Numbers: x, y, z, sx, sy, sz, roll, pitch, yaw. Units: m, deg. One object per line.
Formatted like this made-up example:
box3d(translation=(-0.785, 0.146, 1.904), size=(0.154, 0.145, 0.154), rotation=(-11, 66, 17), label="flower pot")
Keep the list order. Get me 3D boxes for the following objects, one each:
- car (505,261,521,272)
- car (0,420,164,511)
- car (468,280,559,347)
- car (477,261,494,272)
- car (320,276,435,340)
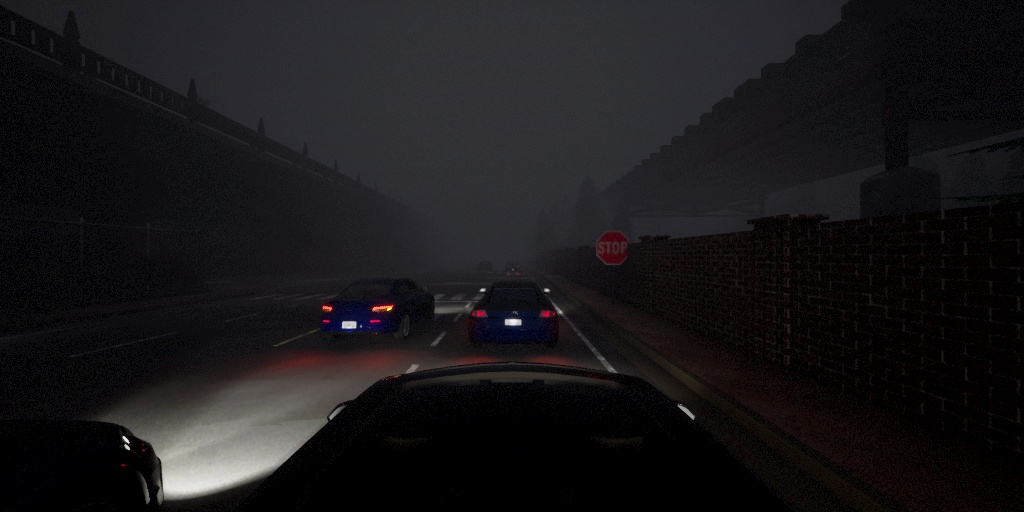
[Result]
box3d(translation=(0.097, 1.351, 46.101), size=(1.895, 1.301, 4.718), rotation=(0, 0, -1), label="car")
box3d(translation=(-3.398, 1.314, 0.709), size=(1.994, 1.385, 4.181), rotation=(0, 0, 0), label="car")
box3d(translation=(0.069, 1.314, 9.283), size=(1.994, 1.385, 4.181), rotation=(0, 0, 1), label="car")
box3d(translation=(-3.398, 1.297, 45.932), size=(2.033, 1.411, 5.357), rotation=(0, 0, -1), label="car")
box3d(translation=(-3.413, 1.276, 9.805), size=(1.812, 1.442, 4.674), rotation=(0, 0, 0), label="car")
